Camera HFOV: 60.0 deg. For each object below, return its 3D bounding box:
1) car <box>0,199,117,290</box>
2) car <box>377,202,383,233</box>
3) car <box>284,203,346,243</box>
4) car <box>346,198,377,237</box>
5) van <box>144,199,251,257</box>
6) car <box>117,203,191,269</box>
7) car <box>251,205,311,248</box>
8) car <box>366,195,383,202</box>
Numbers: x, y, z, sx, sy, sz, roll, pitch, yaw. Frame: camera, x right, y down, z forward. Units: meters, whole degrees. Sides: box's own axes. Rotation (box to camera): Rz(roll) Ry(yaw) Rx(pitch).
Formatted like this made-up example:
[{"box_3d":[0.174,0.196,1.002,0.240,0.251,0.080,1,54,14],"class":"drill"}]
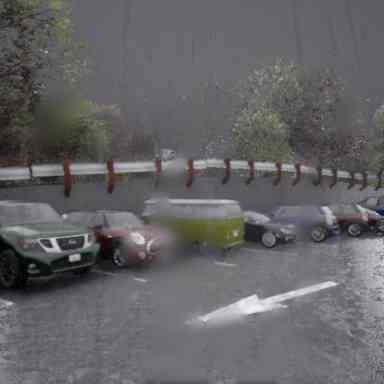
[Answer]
[{"box_3d":[-5.040,1.236,9.399,5.566,2.045,2.435,-1,-1,34],"class":"car"},{"box_3d":[9.721,1.520,19.914,4.792,1.488,2.163,-1,-1,35],"class":"car"},{"box_3d":[4.796,1.364,16.394,4.553,1.767,2.185,-1,-1,35],"class":"car"},{"box_3d":[7.257,1.365,18.160,4.553,1.767,2.185,-1,-1,34],"class":"car"},{"box_3d":[-0.245,1.265,12.978,4.442,1.987,1.878,-1,-1,34],"class":"van"},{"box_3d":[-2.630,1.363,11.183,4.553,1.767,2.185,-1,-1,34],"class":"car"},{"box_3d":[2.312,1.491,14.675,4.892,1.521,2.231,-1,-1,34],"class":"car"},{"box_3d":[12.129,1.240,21.707,5.566,2.045,2.435,-1,0,34],"class":"car"}]
